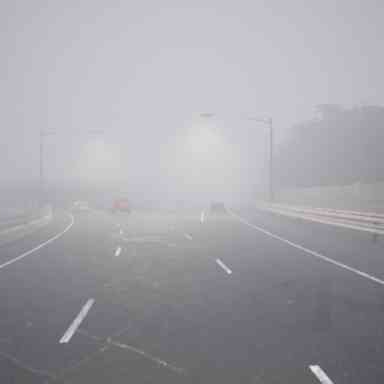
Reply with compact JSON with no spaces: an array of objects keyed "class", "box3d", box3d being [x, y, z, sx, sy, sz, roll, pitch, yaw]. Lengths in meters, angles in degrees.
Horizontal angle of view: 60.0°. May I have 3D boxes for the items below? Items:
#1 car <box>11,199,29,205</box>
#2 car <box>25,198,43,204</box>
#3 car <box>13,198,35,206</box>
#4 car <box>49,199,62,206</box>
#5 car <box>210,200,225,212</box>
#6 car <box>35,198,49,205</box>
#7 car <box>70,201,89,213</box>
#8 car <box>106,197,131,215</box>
[{"class":"car","box3d":[-42.195,2.376,81.582,4.181,1.385,1.994,-1,-1,35]},{"class":"car","box3d":[-40.076,2.334,84.368,4.892,1.490,1.837,-1,-1,35]},{"class":"car","box3d":[-36.731,2.367,72.503,4.892,1.490,1.837,-1,-1,40]},{"class":"car","box3d":[-32.243,2.413,77.876,4.902,1.511,2.128,-1,-1,40]},{"class":"car","box3d":[3.446,1.855,44.785,1.882,1.535,5.008,-1,-1,4]},{"class":"car","box3d":[-35.089,2.486,75.730,4.718,1.301,1.895,-1,-1,40]},{"class":"car","box3d":[-14.865,1.963,43.976,1.882,1.535,5.008,0,-1,-27]},{"class":"car","box3d":[-8.801,1.631,39.567,2.150,2.045,5.566,0,-1,-24]}]
